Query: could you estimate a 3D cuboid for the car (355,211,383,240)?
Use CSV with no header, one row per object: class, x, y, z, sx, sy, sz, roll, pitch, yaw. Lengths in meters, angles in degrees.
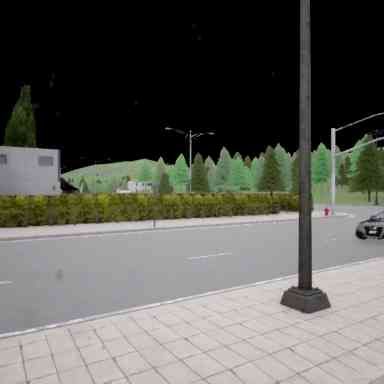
car,9.545,1.564,15.571,4.181,1.385,1.994,0,0,-33
